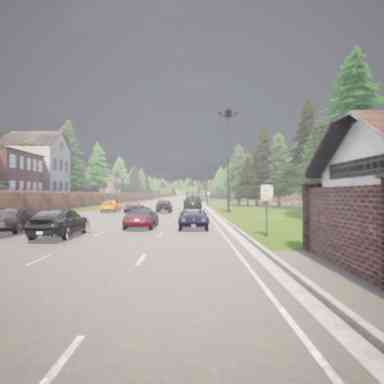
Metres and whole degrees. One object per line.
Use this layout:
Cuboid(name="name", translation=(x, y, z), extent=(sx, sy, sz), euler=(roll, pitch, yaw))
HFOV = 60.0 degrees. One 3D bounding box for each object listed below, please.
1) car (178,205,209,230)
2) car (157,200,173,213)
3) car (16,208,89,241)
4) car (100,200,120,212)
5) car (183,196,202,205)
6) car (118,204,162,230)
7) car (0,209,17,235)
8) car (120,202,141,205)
Cuboid(name="car", translation=(0.097, 1.757, 22.216), extent=(1.895, 1.301, 4.718), euler=(0, 0, 0))
Cuboid(name="car", translation=(-3.406, 1.794, 41.359), extent=(1.837, 1.490, 4.892), euler=(0, 0, 0))
Cuboid(name="car", translation=(-6.904, 1.628, 17.472), extent=(1.837, 1.490, 4.892), euler=(0, 0, 0))
Cuboid(name="car", translation=(-10.407, 1.778, 42.974), extent=(1.882, 1.535, 5.008), euler=(0, 0, 0))
Cuboid(name="car", translation=(0.091, 1.507, 40.792), extent=(2.150, 2.045, 5.566), euler=(0, 0, 0))
Cuboid(name="car", translation=(-3.404, 1.722, 22.544), extent=(1.994, 1.385, 4.181), euler=(0, 0, 0))
Cuboid(name="car", translation=(-10.404, 1.685, 19.665), extent=(2.033, 1.411, 5.357), euler=(0, 0, 0))
Cuboid(name="car", translation=(-6.906, 1.881, 40.026), extent=(1.895, 1.301, 4.718), euler=(0, 0, 0))
